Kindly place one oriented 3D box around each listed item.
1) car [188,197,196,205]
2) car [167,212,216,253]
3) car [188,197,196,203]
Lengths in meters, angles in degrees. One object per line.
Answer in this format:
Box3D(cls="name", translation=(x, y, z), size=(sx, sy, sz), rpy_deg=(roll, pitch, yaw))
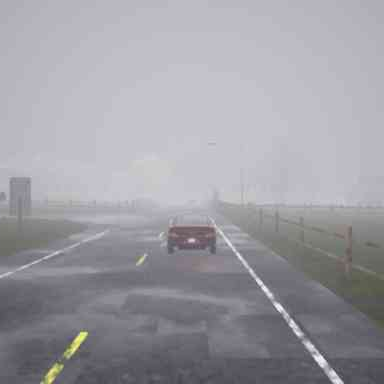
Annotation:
Box3D(cls="car", translation=(-0.042, 2.254, 81.042), size=(2.128, 1.511, 4.902), rpy_deg=(0, -1, 0))
Box3D(cls="car", translation=(0.000, 1.616, 14.497), size=(1.882, 1.535, 5.008), rpy_deg=(0, 0, 0))
Box3D(cls="car", translation=(-0.048, 2.228, 92.714), size=(2.128, 1.511, 4.902), rpy_deg=(0, -1, 0))
